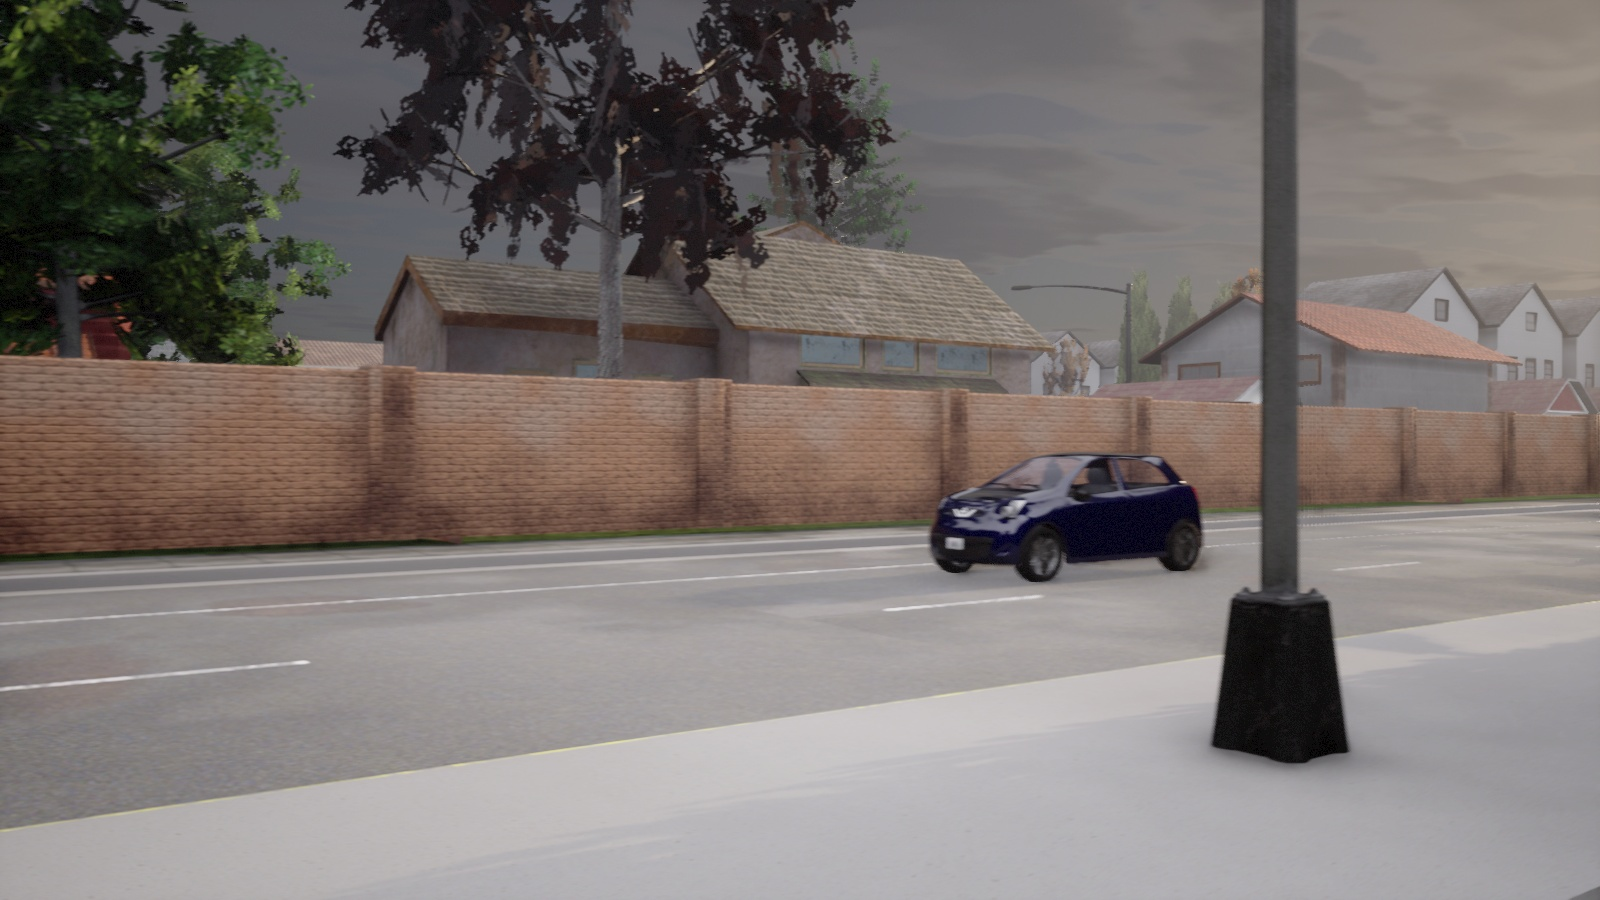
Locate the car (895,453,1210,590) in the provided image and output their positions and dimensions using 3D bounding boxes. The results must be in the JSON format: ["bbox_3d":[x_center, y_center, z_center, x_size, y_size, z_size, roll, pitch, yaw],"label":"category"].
[{"bbox_3d":[3.175,0.790,15.615,3.633,1.501,1.845,0,0,-35],"label":"car"}]
